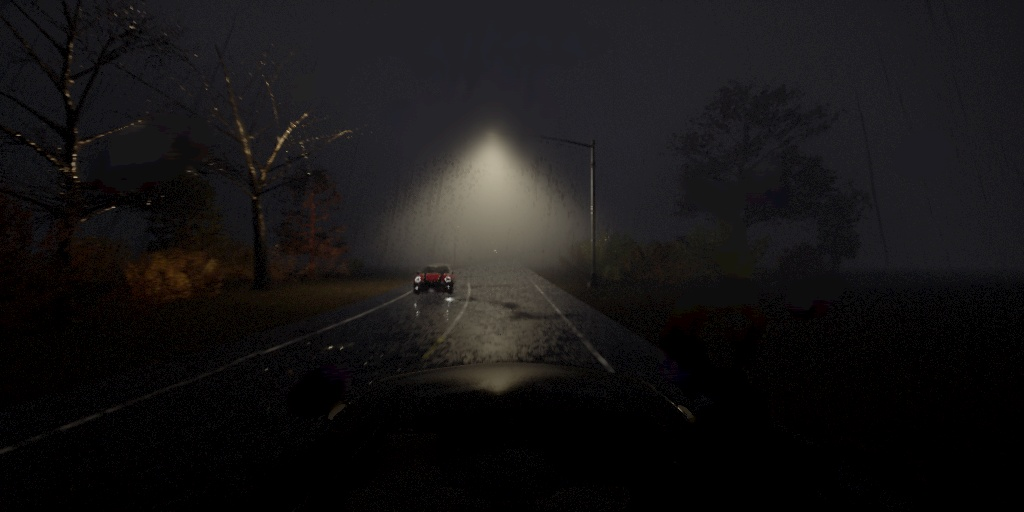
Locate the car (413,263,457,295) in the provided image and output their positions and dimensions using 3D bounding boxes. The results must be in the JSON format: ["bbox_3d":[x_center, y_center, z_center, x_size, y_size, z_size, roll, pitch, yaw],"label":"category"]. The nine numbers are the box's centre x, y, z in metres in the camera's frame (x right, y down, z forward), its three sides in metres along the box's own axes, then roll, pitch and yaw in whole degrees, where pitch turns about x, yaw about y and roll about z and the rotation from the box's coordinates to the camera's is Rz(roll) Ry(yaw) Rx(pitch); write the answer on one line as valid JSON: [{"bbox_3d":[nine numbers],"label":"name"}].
[{"bbox_3d":[-4.384,1.243,20.897,2.097,1.767,4.553,0,0,-6],"label":"car"}]
